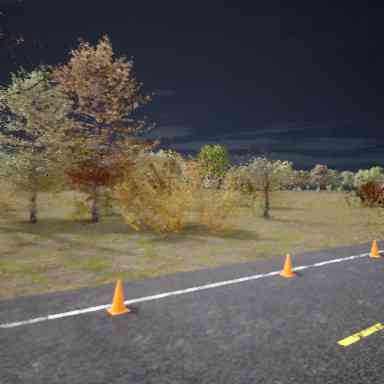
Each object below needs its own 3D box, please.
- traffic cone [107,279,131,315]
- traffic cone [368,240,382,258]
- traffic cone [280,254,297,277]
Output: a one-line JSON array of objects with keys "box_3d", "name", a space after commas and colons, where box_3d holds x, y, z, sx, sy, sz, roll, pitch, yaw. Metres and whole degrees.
[{"box_3d": [-1.369, 1.942, 6.259, 0.340, 0.580, 0.340, 1, 0, -36], "name": "traffic cone"}, {"box_3d": [6.667, 2.055, 12.125, 0.340, 0.580, 0.340, 1, 0, -37], "name": "traffic cone"}, {"box_3d": [2.661, 1.999, 9.176, 0.340, 0.580, 0.340, 1, 0, -36], "name": "traffic cone"}]
